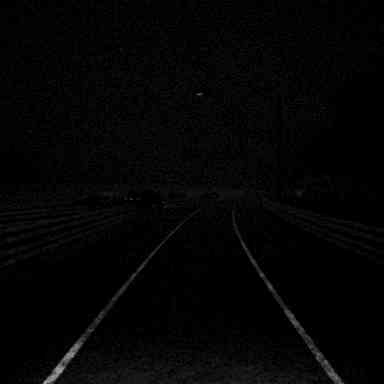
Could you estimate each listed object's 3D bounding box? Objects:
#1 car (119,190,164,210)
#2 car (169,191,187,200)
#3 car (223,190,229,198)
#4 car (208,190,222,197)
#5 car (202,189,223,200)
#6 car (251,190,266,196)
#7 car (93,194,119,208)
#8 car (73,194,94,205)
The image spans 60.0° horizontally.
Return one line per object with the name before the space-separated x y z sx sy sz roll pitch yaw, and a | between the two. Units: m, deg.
car | -5.035 0.764 35.825 2.150 2.045 5.566 0 1 23
car | -2.560 0.638 59.934 1.837 1.490 4.892 0 1 23
car | 5.669 0.579 70.564 1.895 1.301 4.718 0 1 23
car | 5.529 0.391 79.314 1.882 1.535 5.008 0 0 23
car | 3.126 0.591 55.390 1.837 1.490 4.892 0 1 23
car | 18.351 0.361 91.859 1.812 1.442 4.674 0 0 23
car | -8.270 1.023 37.167 2.128 1.511 4.902 0 1 23
car | -11.500 1.000 38.516 1.882 1.535 5.008 0 1 23
